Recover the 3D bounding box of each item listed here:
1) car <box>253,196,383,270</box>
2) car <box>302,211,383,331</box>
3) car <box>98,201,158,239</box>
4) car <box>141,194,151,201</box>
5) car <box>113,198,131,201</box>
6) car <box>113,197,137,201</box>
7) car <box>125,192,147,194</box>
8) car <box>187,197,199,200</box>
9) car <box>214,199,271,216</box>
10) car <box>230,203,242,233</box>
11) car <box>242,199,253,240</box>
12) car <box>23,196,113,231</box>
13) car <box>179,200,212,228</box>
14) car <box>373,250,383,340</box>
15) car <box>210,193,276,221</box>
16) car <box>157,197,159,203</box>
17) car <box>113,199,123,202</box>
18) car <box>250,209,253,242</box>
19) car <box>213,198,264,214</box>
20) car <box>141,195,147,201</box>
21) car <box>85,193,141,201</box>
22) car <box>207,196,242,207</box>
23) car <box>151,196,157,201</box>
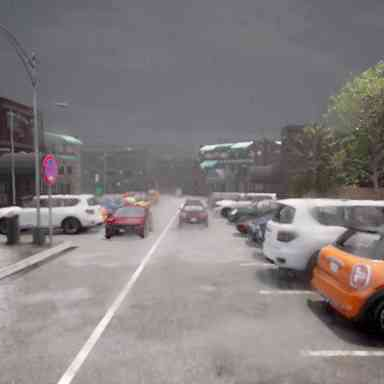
[{"bbox_3d":[4.676,1.207,8.647,5.566,2.045,2.435,0,0,0],"label":"car"},{"bbox_3d":[4.618,1.339,5.853,4.553,1.767,2.185,0,0,0],"label":"car"},{"bbox_3d":[-3.101,1.434,17.266,1.882,1.535,5.008,0,0,0],"label":"car"},{"bbox_3d":[-7.872,1.379,38.642,5.366,1.575,1.946,0,0,0],"label":"car"},{"bbox_3d":[-7.682,1.452,26.890,4.674,1.452,2.002,0,0,0],"label":"car"},{"bbox_3d":[-7.715,1.434,29.829,4.792,1.488,2.163,0,0,0],"label":"car"},{"bbox_3d":[-7.658,1.237,44.523,4.553,1.767,2.185,0,0,0],"label":"car"},{"bbox_3d":[0.092,1.391,39.834,2.128,1.511,4.902,0,0,0],"label":"car"},{"bbox_3d":[4.638,1.402,30.997,5.008,1.535,2.097,0,0,0],"label":"car"},{"bbox_3d":[4.616,1.466,17.030,4.792,1.488,2.163,0,0,0],"label":"car"},{"bbox_3d":[4.679,1.318,14.233,4.553,1.767,2.185,0,0,0],"label":"car"},{"bbox_3d":[-7.653,1.301,20.888,4.553,1.767,2.185,0,0,0],"label":"car"},{"bbox_3d":[0.096,1.470,21.834,1.812,1.442,4.674,0,0,0],"label":"car"},{"bbox_3d":[4.677,1.502,3.062,4.792,1.488,2.163,0,0,0],"label":"car"},{"bbox_3d":[4.616,1.157,28.201,5.566,2.045,2.435,0,0,0],"label":"car"},{"bbox_3d":[-7.694,1.333,47.354,5.008,1.535,2.097,0,1,0],"label":"car"},{"bbox_3d":[-7.682,1.460,23.827,4.674,1.452,2.002,0,0,0],"label":"car"},{"bbox_3d":[4.677,1.480,11.440,4.792,1.488,2.163,0,0,0],"label":"car"},{"bbox_3d":[4.650,1.396,33.789,4.892,1.521,2.231,0,0,0],"label":"car"},{"bbox_3d":[-7.693,1.391,35.579,4.892,1.521,2.231,0,0,0],"label":"car"},{"bbox_3d":[-7.718,1.271,32.766,4.553,1.767,2.185,0,0,0],"label":"car"},{"bbox_3d":[4.635,1.328,47.770,4.892,1.521,2.231,0,1,0],"label":"car"},{"bbox_3d":[-7.503,1.372,41.582,5.366,1.575,1.946,0,0,0],"label":"car"}]
